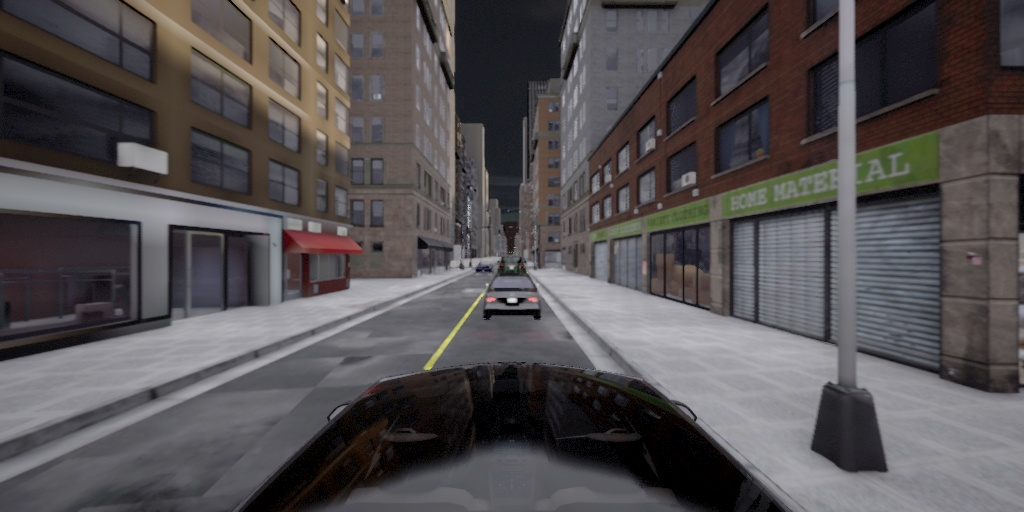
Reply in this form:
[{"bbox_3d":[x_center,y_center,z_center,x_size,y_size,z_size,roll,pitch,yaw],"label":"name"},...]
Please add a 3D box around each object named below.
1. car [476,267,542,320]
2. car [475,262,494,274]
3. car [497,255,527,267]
[{"bbox_3d":[0.012,1.285,12.531,2.033,1.411,5.357,0,0,0],"label":"car"},{"bbox_3d":[-3.090,1.306,41.092,1.895,1.301,4.718,0,0,1],"label":"car"},{"bbox_3d":[-0.003,0.942,28.485,2.150,2.045,5.566,0,0,0],"label":"car"}]
